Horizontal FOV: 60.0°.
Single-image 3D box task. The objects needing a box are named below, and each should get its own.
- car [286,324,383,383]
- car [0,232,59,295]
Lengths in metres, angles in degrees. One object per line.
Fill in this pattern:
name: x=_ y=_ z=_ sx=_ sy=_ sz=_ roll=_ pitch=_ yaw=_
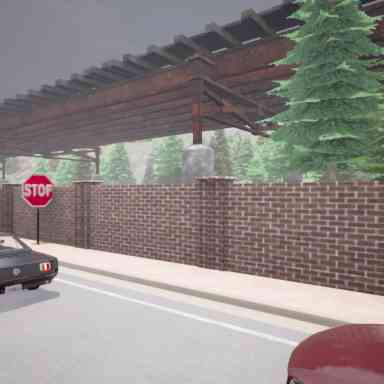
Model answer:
car: x=2.887 y=1.526 z=1.884 sx=4.674 sy=1.442 sz=1.812 roll=0 pitch=0 yaw=36
car: x=-5.265 y=1.601 z=7.805 sx=4.718 sy=1.301 sz=1.895 roll=0 pitch=0 yaw=36
